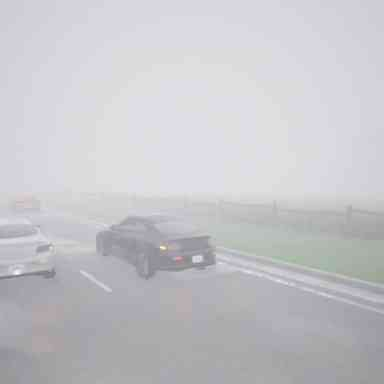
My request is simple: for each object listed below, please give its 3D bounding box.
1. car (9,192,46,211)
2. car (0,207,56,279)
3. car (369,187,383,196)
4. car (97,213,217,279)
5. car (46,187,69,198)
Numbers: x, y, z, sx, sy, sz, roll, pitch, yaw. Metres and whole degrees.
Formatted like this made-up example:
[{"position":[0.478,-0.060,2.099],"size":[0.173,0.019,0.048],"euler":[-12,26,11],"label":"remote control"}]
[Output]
[{"position":[-13.804,0.899,27.403],"size":[1.882,1.535,5.008],"euler":[-1,1,-35],"label":"car"},{"position":[-4.887,1.341,8.652],"size":[1.812,1.442,4.674],"euler":[-1,1,-35],"label":"car"},{"position":[32.374,0.026,55.655],"size":[1.932,1.855,4.605],"euler":[-1,1,-35],"label":"car"},{"position":[-1.191,1.323,9.479],"size":[1.812,1.442,4.674],"euler":[-1,1,-35],"label":"car"},{"position":[-22.177,0.061,54.622],"size":[3.866,1.878,1.905],"euler":[-1,1,-35],"label":"car"}]
